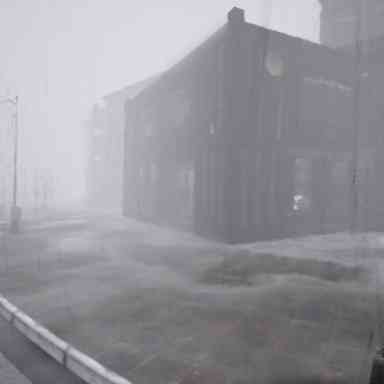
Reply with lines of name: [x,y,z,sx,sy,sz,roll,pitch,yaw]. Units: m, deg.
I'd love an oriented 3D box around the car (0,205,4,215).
car: [-19.567,1.609,32.146,2.128,1.511,4.902,1,-1,-21]
